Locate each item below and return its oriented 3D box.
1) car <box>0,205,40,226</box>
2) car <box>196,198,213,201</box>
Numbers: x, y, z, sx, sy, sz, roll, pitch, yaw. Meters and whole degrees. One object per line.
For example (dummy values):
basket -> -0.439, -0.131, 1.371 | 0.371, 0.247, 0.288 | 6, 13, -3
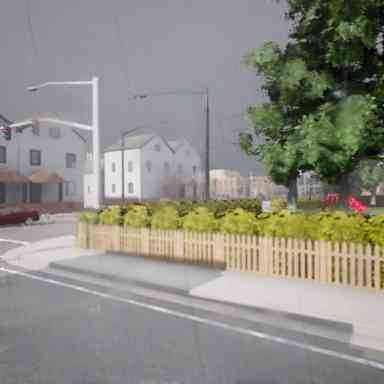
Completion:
car -> -13.542, 1.767, 23.822 | 1.882, 1.535, 5.008 | -1, 1, 35
car -> 1.413, 1.594, 45.405 | 2.097, 1.767, 4.553 | -1, 0, 35
